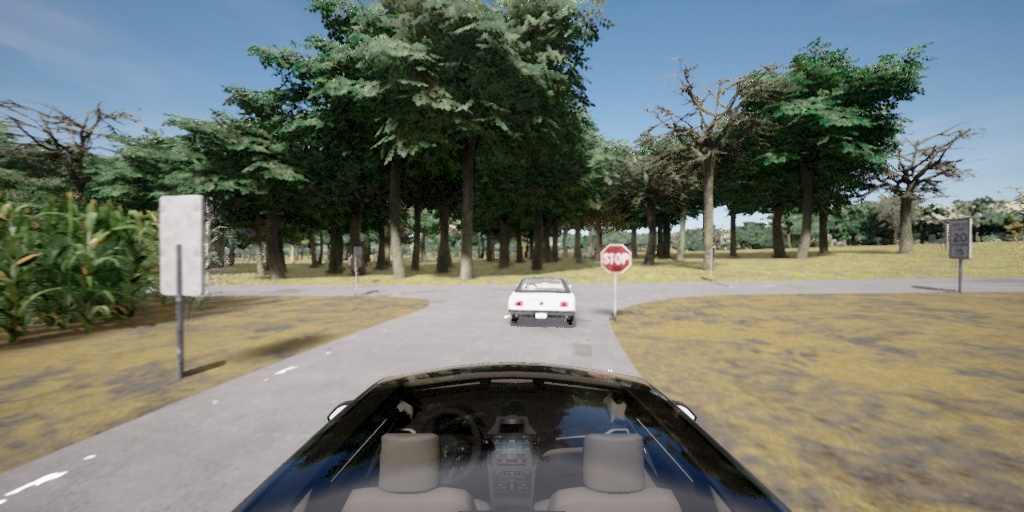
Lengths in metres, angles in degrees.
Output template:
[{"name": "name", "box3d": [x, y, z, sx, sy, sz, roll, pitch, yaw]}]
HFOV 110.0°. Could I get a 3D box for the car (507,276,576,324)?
[{"name": "car", "box3d": [1.042, 1.326, 11.929, 1.895, 1.301, 4.718, 0, 0, 6]}]
